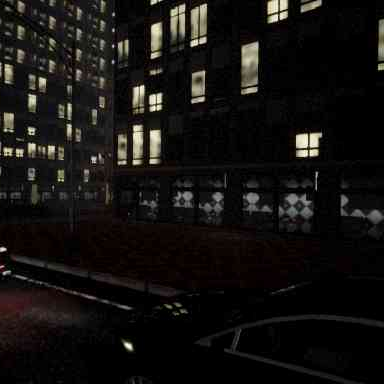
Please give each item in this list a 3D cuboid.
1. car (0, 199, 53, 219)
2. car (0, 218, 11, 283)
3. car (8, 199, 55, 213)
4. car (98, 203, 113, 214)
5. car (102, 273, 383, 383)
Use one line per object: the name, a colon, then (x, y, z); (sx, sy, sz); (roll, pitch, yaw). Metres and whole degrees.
car: (-15.663, 1.519, 30.556); (2.192, 1.841, 5.009); (1, 0, 36)
car: (-6.367, 1.487, 8.197); (4.902, 1.511, 2.128); (0, 0, 36)
car: (-19.174, 1.642, 39.925); (1.752, 1.417, 4.829); (1, 0, 36)
car: (-8.879, 1.829, 39.777); (1.752, 1.417, 4.829); (1, 0, 36)
car: (1.315, 1.491, 2.743); (4.902, 1.511, 2.128); (0, 0, 35)
